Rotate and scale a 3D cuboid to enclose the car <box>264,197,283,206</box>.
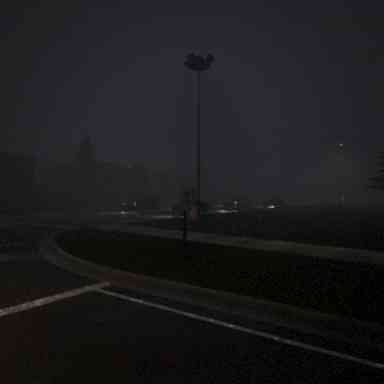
[{"bbox_3d":[12.568,1.485,51.360,1.994,1.385,4.181,0,0,34],"label":"car"}]

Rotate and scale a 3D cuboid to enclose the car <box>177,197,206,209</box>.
[{"bbox_3d":[-0.012,1.455,45.580,1.994,1.385,4.181,0,0,35],"label":"car"}]

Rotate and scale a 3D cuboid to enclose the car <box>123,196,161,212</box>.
[{"bbox_3d":[-5.618,1.242,37.541,2.097,1.767,4.553,0,0,35],"label":"car"}]

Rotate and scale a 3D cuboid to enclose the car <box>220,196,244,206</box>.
[{"bbox_3d":[6.701,1.397,55.152,1.837,1.490,4.892,0,0,35],"label":"car"}]

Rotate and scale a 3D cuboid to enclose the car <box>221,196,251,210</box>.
[{"bbox_3d":[5.554,1.272,41.325,2.097,1.767,4.553,0,0,35],"label":"car"}]

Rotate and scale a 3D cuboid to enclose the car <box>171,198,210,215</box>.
[{"bbox_3d":[-0.069,1.398,33.268,1.882,1.535,5.008,0,0,35],"label":"car"}]
